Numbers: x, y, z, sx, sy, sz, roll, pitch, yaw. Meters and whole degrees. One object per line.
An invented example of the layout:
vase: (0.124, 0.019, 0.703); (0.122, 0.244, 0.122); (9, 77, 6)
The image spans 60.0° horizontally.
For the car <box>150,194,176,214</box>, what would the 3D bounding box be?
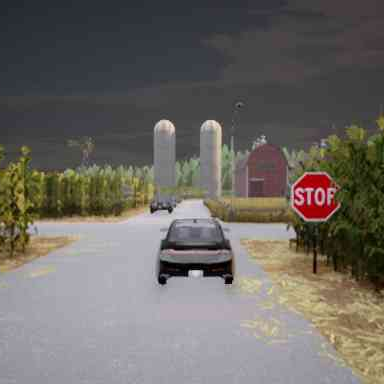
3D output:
car: (-3.170, 1.196, 35.731); (2.150, 2.045, 5.566); (0, 0, 0)

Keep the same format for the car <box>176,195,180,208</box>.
car: (-3.157, 1.542, 47.918); (1.812, 1.442, 4.674); (0, 0, 0)

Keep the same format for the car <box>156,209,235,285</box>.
car: (0.089, 1.487, 9.468); (2.128, 1.511, 4.902); (0, 1, 0)

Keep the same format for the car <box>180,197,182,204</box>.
car: (-3.059, 1.379, 63.851); (2.097, 1.767, 4.553); (0, 0, 0)
